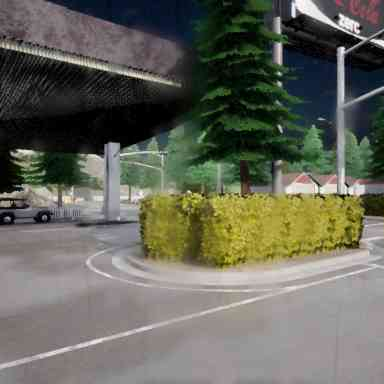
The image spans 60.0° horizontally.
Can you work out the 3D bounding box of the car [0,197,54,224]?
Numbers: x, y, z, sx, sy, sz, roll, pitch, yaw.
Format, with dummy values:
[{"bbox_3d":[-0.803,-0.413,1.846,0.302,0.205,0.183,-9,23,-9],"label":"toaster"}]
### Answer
[{"bbox_3d":[-11.986,1.313,23.469,3.866,1.878,1.905,0,0,-36],"label":"car"}]
